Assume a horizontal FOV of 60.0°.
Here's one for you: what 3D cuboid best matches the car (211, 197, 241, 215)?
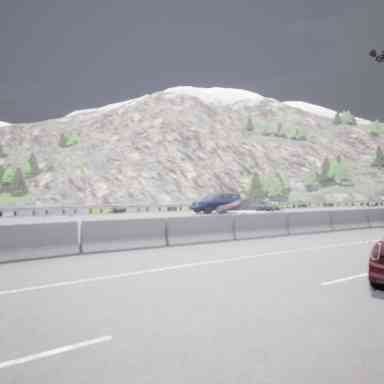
[{"bbox_3d":[4.501,1.460,31.049,4.674,1.442,1.812,0,0,-28],"label":"car"}]

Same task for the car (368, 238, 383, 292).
[{"bbox_3d":[6.124,1.339,7.576,4.553,1.767,2.097,0,0,-32],"label":"car"}]

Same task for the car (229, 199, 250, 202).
[{"bbox_3d":[5.534,1.506,27.621,4.181,1.385,1.994,0,0,-28],"label":"car"}]

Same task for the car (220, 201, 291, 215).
[{"bbox_3d":[4.590,1.552,23.161,4.718,1.301,1.895,0,0,-29],"label":"car"}]

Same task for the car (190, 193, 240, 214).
[{"bbox_3d":[2.599,1.147,34.020,5.566,2.045,2.150,0,0,-28],"label":"car"}]
